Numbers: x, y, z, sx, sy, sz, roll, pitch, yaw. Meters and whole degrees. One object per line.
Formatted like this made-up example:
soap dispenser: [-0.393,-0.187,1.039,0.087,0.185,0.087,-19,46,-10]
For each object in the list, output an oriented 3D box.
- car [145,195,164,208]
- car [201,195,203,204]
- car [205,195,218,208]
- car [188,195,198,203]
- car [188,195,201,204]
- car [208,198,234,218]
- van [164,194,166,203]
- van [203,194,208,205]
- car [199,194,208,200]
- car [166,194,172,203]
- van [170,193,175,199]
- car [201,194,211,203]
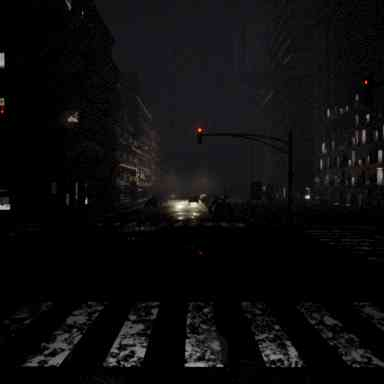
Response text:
car: [-5.558,1.518,46.869,1.947,1.339,4.313,-1,0,0]
car: [2.807,1.488,52.522,1.887,1.381,4.507,-1,0,0]
car: [2.753,1.408,35.584,1.967,1.590,4.097,-1,0,0]
car: [0.243,1.424,71.058,2.128,1.511,4.902,0,0,0]
car: [0.287,1.433,60.856,1.837,1.490,4.892,0,0,0]
car: [2.737,1.520,29.938,1.887,1.381,4.507,-1,0,0]
van: [-5.544,1.284,52.514,1.690,1.788,3.998,-1,0,0]
van: [2.787,1.293,46.876,1.690,1.788,3.998,-1,0,0]
car: [2.947,1.309,86.396,1.967,1.590,4.097,-1,0,0]
car: [-5.506,1.467,63.806,1.887,1.381,4.507,-1,0,0]
van: [-5.473,1.239,75.099,1.690,1.788,3.998,-1,0,0]
car: [2.864,1.351,69.459,1.967,1.590,4.097,-1,0,0]
